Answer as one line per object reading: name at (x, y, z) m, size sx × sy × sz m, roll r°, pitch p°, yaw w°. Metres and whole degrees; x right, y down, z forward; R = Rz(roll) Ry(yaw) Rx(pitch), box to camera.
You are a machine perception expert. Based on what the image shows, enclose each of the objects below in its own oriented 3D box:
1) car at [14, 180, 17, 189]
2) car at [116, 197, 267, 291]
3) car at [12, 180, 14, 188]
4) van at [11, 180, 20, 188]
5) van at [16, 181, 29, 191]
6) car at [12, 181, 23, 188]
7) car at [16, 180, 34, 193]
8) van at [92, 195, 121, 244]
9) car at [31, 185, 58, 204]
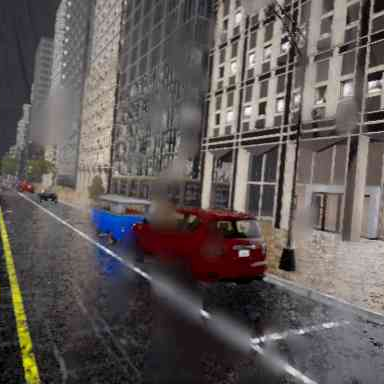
car at (-29.163, -0.981, 57.984) m, size 2.192 × 1.841 × 5.009 m, roll 4°, pitch 0°, yaw -31°
car at (-0.106, 1.304, 9.190) m, size 2.192 × 1.841 × 5.009 m, roll 4°, pitch 0°, yaw -31°
car at (-34.983, -1.314, 67.744) m, size 1.967 × 1.590 × 4.097 m, roll 4°, pitch 0°, yaw -31°
van at (-43.693, -2.101, 82.381) m, size 1.690 × 1.788 × 3.998 m, roll 4°, pitch 0°, yaw -31°
van at (-32.071, -1.184, 62.864) m, size 1.690 × 1.788 × 3.998 m, roll 4°, pitch 0°, yaw -31°
car at (-40.795, -1.773, 77.502) m, size 1.967 × 1.590 × 4.097 m, roll 4°, pitch 0°, yaw -31°
car at (-26.258, -0.752, 53.104) m, size 2.192 × 1.841 × 5.009 m, roll 4°, pitch 0°, yaw -31°
van at (-3.014, 1.102, 14.069) m, size 1.690 × 1.788 × 3.998 m, roll 4°, pitch 0°, yaw -31°
car at (-14.651, 0.398, 33.588) m, size 2.008 × 1.369 × 4.403 m, roll 4°, pitch 0°, yaw -31°
